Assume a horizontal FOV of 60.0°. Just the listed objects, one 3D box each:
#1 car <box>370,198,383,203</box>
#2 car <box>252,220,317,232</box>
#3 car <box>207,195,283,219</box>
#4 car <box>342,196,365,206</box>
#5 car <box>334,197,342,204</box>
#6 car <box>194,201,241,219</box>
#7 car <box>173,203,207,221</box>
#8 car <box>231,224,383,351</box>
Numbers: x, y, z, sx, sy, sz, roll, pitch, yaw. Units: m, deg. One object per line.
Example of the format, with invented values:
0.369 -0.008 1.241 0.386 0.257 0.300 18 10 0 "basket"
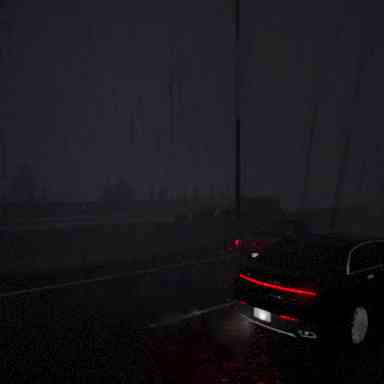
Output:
29.712 1.623 52.821 1.895 1.301 4.718 0 0 39 "car"
3.555 1.613 11.388 4.718 1.301 1.895 0 0 -41 "car"
3.794 1.250 21.522 2.150 2.045 5.566 0 0 44 "car"
27.058 1.384 55.117 2.097 1.767 4.553 0 0 39 "car"
28.087 1.582 61.930 2.033 1.411 5.357 0 0 39 "car"
2.421 1.573 30.368 1.812 1.442 4.674 0 0 41 "car"
0.846 1.517 23.544 1.882 1.535 5.008 0 0 44 "car"
2.888 1.510 6.301 4.892 1.490 1.837 0 0 -39 "car"
